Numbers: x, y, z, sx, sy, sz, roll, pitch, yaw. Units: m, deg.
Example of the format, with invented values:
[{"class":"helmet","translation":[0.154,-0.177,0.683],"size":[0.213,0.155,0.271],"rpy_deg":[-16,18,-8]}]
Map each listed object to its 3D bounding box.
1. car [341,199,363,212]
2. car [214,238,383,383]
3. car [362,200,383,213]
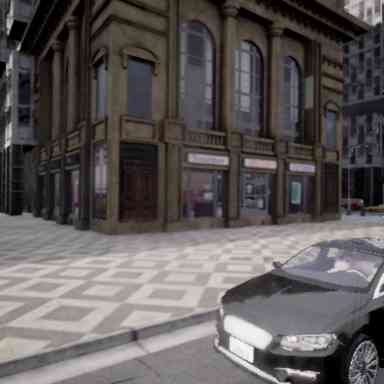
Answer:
[{"class":"car","translation":[21.825,1.851,47.130],"size":[2.192,1.841,5.009],"rpy_deg":[1,-1,-35]},{"class":"car","translation":[2.554,1.542,5.198],"size":[4.902,1.511,2.128],"rpy_deg":[1,0,-35]},{"class":"car","translation":[24.950,2.046,42.686],"size":[1.752,1.417,4.829],"rpy_deg":[1,-1,-35]}]
